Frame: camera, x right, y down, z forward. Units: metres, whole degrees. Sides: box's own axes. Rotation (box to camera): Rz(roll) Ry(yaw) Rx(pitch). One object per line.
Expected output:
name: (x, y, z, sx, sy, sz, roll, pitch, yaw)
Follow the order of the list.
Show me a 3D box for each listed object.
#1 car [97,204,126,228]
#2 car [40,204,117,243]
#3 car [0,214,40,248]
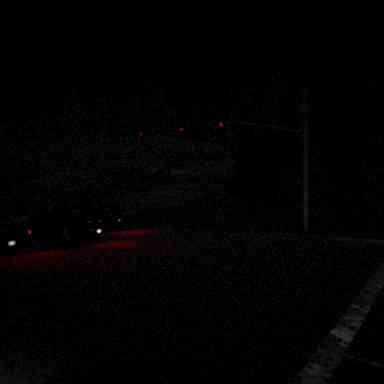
car: (-6.259, 1.442, 19.991, 5.008, 1.535, 1.882, 0, 0, 30)
car: (-6.218, 1.476, 15.941, 4.892, 1.490, 1.837, 0, 0, 30)
car: (-8.518, 1.577, 13.258, 4.718, 1.301, 1.895, 0, 0, 30)
